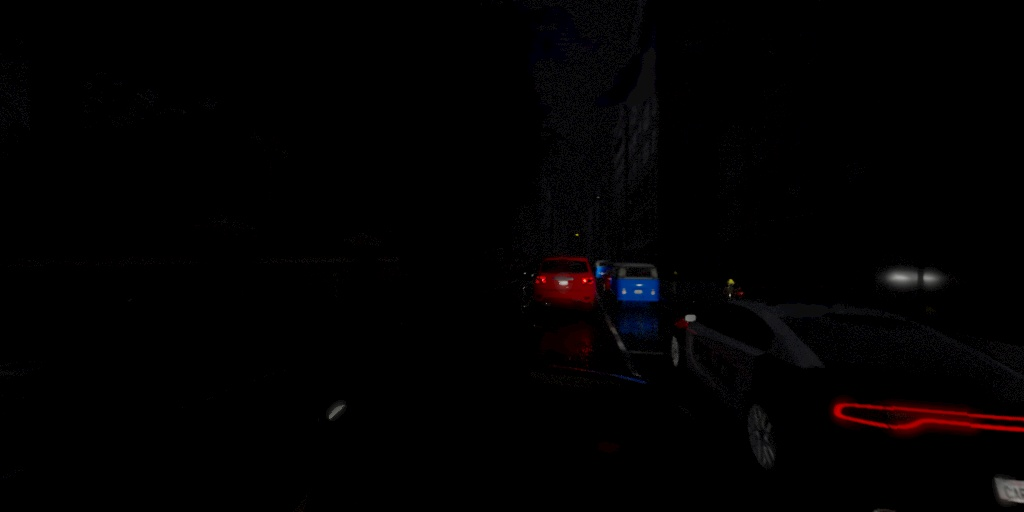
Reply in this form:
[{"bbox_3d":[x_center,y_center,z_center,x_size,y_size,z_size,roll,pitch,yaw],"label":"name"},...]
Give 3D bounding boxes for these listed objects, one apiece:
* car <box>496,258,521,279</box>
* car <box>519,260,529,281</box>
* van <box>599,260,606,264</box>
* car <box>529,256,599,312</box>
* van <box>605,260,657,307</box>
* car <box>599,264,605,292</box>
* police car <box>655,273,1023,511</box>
[{"bbox_3d":[-0.072,1.143,33.982,2.192,1.841,5.009,0,0,10],"label":"car"},{"bbox_3d":[2.093,1.343,31.452,1.837,1.490,4.892,0,0,11],"label":"car"},{"bbox_3d":[8.319,1.225,32.483,1.690,1.789,3.998,0,0,10],"label":"van"},{"bbox_3d":[2.262,1.021,14.696,2.150,2.045,5.566,0,0,11],"label":"car"},{"bbox_3d":[5.255,1.166,15.780,1.690,1.789,3.998,0,0,10],"label":"van"},{"bbox_3d":[6.277,1.391,21.348,1.888,1.381,4.507,0,0,10],"label":"car"},{"bbox_3d":[3.506,1.208,4.678,1.930,1.638,5.238,0,0,10],"label":"police car"}]
